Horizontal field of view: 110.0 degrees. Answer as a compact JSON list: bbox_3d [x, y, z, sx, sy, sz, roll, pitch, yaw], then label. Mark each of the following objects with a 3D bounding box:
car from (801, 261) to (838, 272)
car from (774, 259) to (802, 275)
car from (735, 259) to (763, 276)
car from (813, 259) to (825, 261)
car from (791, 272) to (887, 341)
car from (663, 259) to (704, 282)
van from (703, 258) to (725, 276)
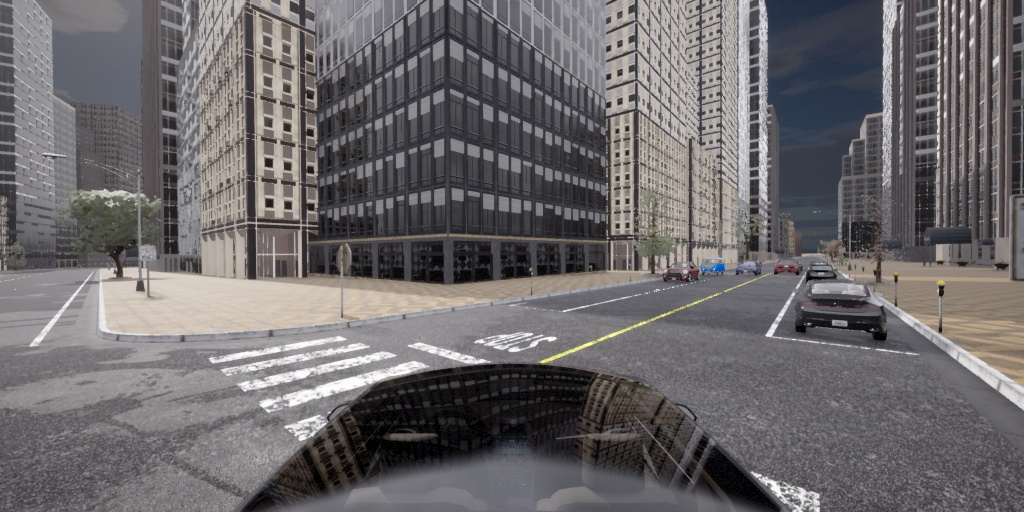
[{"bbox_3d":[23.411,1.305,27.150,1.948,1.339,4.313,0,0,40],"label":"car"},{"bbox_3d":[29.233,1.079,38.032,2.097,1.767,4.553,0,0,41],"label":"car"},{"bbox_3d":[24.914,1.248,37.711,1.812,1.442,4.674,0,0,40],"label":"car"},{"bbox_3d":[34.365,1.294,40.056,1.948,1.339,4.313,0,0,40],"label":"car"},{"bbox_3d":[8.906,1.300,9.859,2.007,1.370,4.403,0,0,40],"label":"car"},{"bbox_3d":[13.376,1.165,28.277,1.967,1.591,4.097,0,0,40],"label":"car"},{"bbox_3d":[20.676,1.060,36.880,1.690,1.789,3.998,0,0,40],"label":"van"}]
